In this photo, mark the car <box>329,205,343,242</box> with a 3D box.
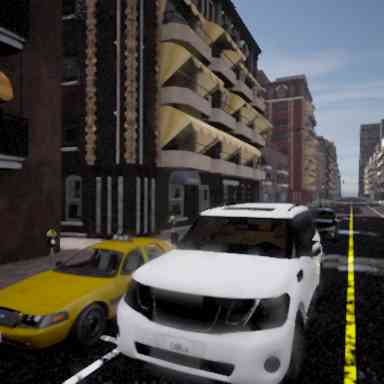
[{"bbox_3d":[6.736,1.648,17.521,1.837,1.490,4.892,0,0,26],"label":"car"}]

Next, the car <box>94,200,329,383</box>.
[{"bbox_3d":[1.063,1.264,5.946,2.150,2.045,5.566,0,0,26],"label":"car"}]

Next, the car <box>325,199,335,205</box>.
[{"bbox_3d":[30.957,2.233,74.344,1.802,1.307,4.206,0,0,26],"label":"car"}]

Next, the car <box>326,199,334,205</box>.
[{"bbox_3d":[22.970,2.043,57.586,2.008,1.369,4.403,0,0,26],"label":"car"}]

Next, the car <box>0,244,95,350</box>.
[{"bbox_3d":[-1.540,1.559,6.509,1.752,1.417,4.829,0,0,26],"label":"car"}]

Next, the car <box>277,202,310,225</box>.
[{"bbox_3d":[8.309,1.654,27.032,1.967,1.590,4.097,0,0,26],"label":"car"}]

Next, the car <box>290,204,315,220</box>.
[{"bbox_3d":[10.752,1.841,32.123,1.802,1.307,4.206,0,0,26],"label":"car"}]
